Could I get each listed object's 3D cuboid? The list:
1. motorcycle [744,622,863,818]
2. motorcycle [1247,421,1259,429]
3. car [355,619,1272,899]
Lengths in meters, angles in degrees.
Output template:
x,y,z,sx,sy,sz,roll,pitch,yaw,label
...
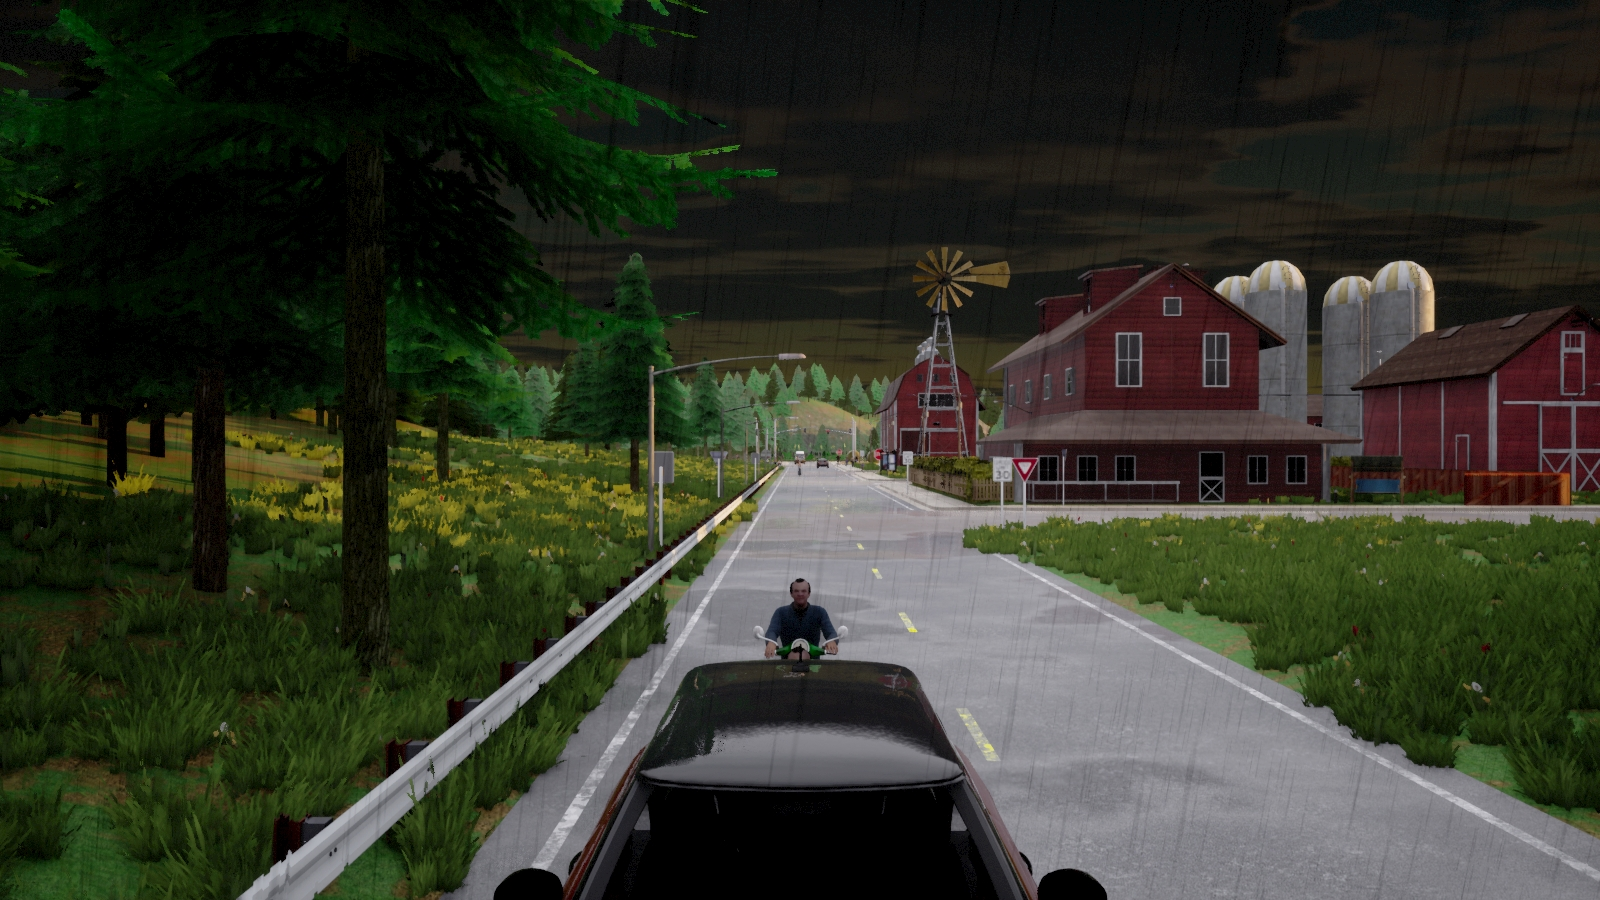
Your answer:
x,y,z,sx,sy,sz,roll,pitch,yaw,label
0.027,2.229,9.842,0.867,1.251,2.209,-2,-3,0,motorcycle
76.843,-4.255,193.815,2.356,1.307,0.764,-6,5,-34,motorcycle
0.032,1.899,4.503,2.097,1.767,4.553,0,0,0,car
